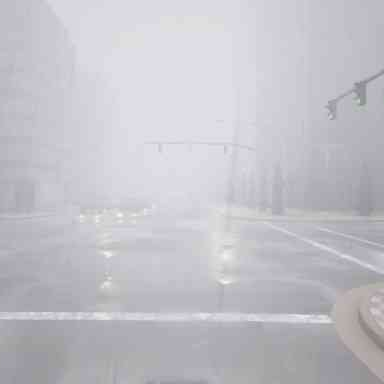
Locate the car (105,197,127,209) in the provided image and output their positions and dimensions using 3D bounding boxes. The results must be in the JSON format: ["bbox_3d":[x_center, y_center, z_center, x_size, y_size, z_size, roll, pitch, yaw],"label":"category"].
[{"bbox_3d":[-10.530,1.477,46.481,1.882,1.535,5.008,0,0,0],"label":"car"}]

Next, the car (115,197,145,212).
[{"bbox_3d":[-7.044,1.352,38.123,2.097,1.767,4.553,0,0,0],"label":"car"}]

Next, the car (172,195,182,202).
[{"bbox_3d":[-3.388,1.494,76.045,2.128,1.511,4.902,0,0,0],"label":"car"}]

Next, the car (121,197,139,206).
[{"bbox_3d":[-10.500,1.547,56.814,2.033,1.411,5.357,0,0,0],"label":"car"}]

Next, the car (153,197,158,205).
[{"bbox_3d":[-7.000,1.564,56.987,1.994,1.385,4.181,0,0,0],"label":"car"}]

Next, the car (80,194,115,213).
[{"bbox_3d":[-10.545,1.221,36.780,2.150,2.045,5.566,0,0,0],"label":"car"}]

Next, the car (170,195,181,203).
[{"bbox_3d":[-3.402,1.505,66.718,1.837,1.490,4.892,0,0,0],"label":"car"}]

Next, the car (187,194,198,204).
[{"bbox_3d":[0.097,1.547,66.143,2.033,1.411,5.357,0,0,0],"label":"car"}]

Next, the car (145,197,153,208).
[{"bbox_3d":[-7.026,1.526,47.107,1.812,1.442,4.674,0,0,0],"label":"car"}]
